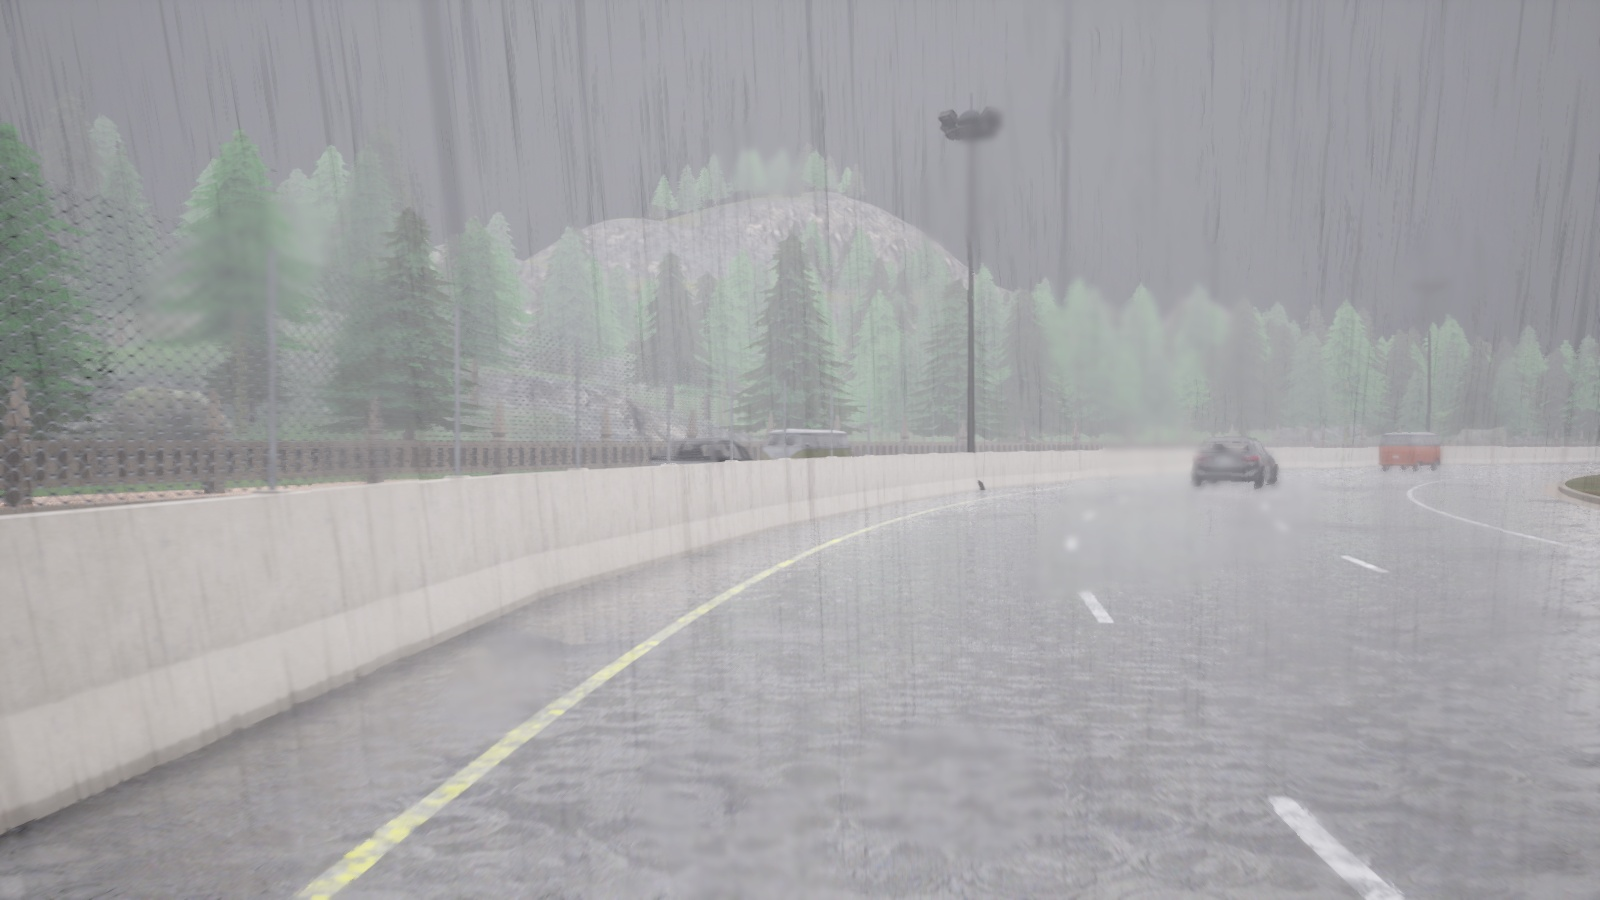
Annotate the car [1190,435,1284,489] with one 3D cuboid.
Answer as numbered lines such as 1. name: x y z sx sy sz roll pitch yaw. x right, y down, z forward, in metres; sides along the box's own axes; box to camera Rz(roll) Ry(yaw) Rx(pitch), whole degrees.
1. car: 14.651 0.372 41.940 2.242 1.667 4.611 0 0 29

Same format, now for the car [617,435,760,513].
1. car: -2.430 0.482 28.323 1.851 1.617 3.988 0 0 17

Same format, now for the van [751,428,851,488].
1. van: 0.098 0.250 44.131 1.775 1.987 4.442 0 0 26

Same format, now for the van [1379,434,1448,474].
1. van: 31.144 0.180 63.703 4.442 1.987 1.775 0 0 -45
